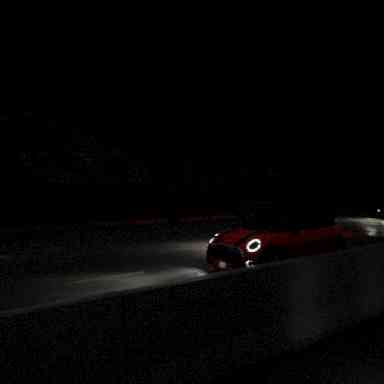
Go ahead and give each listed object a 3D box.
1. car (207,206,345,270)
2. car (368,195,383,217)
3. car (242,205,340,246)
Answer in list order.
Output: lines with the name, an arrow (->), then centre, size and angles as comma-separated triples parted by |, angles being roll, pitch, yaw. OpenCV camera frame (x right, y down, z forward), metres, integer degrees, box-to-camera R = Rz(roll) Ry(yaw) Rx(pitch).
car -> 2.637, 1.352, 10.168 | 4.553, 1.767, 2.097 | 0, 0, -35
car -> 18.055, 1.227, 29.737 | 5.566, 2.045, 2.150 | 0, 0, -35
car -> 4.899, 1.478, 16.079 | 5.008, 1.535, 1.882 | 0, 0, -35
